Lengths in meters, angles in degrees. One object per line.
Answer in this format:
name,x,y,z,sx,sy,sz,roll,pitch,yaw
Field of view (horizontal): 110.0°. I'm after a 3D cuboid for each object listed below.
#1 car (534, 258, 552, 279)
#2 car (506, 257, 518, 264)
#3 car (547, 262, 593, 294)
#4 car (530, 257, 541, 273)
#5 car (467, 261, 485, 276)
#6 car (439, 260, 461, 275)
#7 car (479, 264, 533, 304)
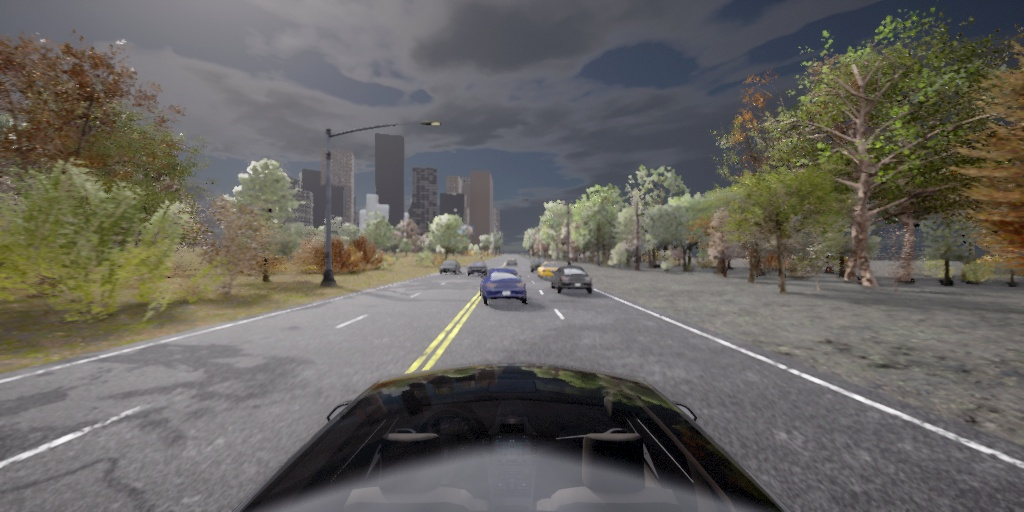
car,3.226,1.163,31.169,1.801,1.575,5.366,0,0,0
car,-0.008,1.116,63.854,2.128,1.511,4.902,0,0,1
car,3.239,1.246,19.975,1.812,1.442,4.674,0,0,0
car,3.219,1.040,41.952,2.097,1.767,4.553,0,0,0
car,-3.373,1.254,36.248,2.033,1.411,5.357,0,0,0
car,-6.614,1.207,38.710,1.837,1.490,4.892,0,0,0
car,-0.426,1.263,16.094,1.812,1.442,4.674,0,0,-6
